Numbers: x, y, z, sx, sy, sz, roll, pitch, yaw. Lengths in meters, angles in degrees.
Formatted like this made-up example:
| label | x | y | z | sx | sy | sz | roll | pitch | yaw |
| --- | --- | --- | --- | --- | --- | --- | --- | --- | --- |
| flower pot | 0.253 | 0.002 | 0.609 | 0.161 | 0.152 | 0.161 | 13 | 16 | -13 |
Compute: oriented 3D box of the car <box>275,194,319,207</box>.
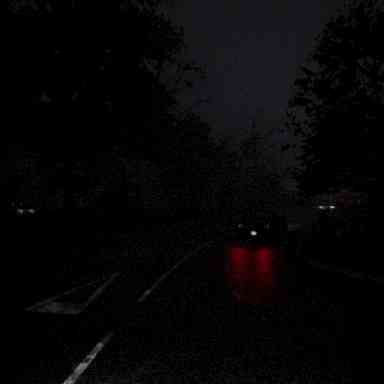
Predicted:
| label | x | y | z | sx | sy | sz | roll | pitch | yaw |
| --- | --- | --- | --- | --- | --- | --- | --- | --- | --- |
| car | 16.827 | 1.325 | 53.603 | 5.566 | 2.045 | 2.435 | 0 | -1 | 3 |

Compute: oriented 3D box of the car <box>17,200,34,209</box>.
| label | x | y | z | sx | sy | sz | roll | pitch | yaw |
| --- | --- | --- | --- | --- | --- | --- | --- | --- | --- |
| car | -24.376 | 1.808 | 48.682 | 1.895 | 1.301 | 4.718 | 0 | 0 | -32 |

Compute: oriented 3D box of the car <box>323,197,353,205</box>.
| label | x | y | z | sx | sy | sz | roll | pitch | yaw |
| --- | --- | --- | --- | --- | --- | --- | --- | --- | --- |
| car | 30.194 | 1.898 | 68.781 | 5.366 | 1.575 | 1.946 | 0 | -2 | 4 |

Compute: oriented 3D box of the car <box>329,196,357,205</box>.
| label | x | y | z | sx | sy | sz | roll | pitch | yaw |
| --- | --- | --- | --- | --- | --- | --- | --- | --- | --- |
| car | 29.797 | 1.686 | 65.887 | 4.553 | 1.767 | 2.185 | 0 | -2 | 4 |

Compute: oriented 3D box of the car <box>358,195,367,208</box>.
| label | x | y | z | sx | sy | sz | roll | pitch | yaw |
| --- | --- | --- | --- | --- | --- | --- | --- | --- | --- |
| car | 23.594 | 1.467 | 43.916 | 1.812 | 1.442 | 4.674 | 0 | 0 | 19 |

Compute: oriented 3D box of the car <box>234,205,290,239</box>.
| label | x | y | z | sx | sy | sz | roll | pitch | yaw |
| --- | --- | --- | --- | --- | --- | --- | --- | --- | --- |
| car | 3.739 | 1.586 | 17.250 | 1.895 | 1.301 | 4.718 | 0 | 0 | 24 |

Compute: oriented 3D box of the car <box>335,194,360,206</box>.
| label | x | y | z | sx | sy | sz | roll | pitch | yaw |
| --- | --- | --- | --- | --- | --- | --- | --- | --- | --- |
| car | 25.279 | 1.321 | 55.407 | 2.150 | 2.045 | 5.566 | 0 | -1 | 4 |

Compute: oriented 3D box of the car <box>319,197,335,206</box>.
| label | x | y | z | sx | sy | sz | roll | pitch | yaw |
| --- | --- | --- | --- | --- | --- | --- | --- | --- | --- |
| car | 22.021 | 1.604 | 56.405 | 1.882 | 1.535 | 5.008 | 0 | -1 | 4 |
